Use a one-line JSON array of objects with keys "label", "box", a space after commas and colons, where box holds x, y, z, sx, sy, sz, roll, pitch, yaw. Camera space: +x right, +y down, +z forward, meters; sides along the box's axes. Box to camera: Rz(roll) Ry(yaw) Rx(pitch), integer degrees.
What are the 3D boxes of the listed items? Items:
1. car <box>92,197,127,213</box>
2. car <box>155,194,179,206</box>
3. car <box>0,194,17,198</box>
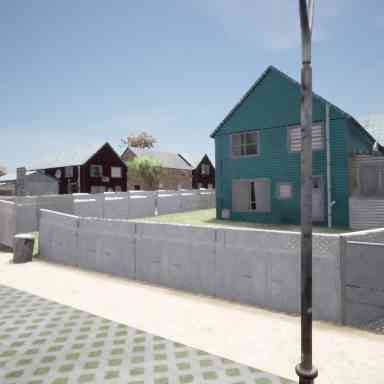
[{"label": "car", "box": [-7.416, 0.973, 28.850, 1.837, 1.490, 4.892, -1, 1, 35]}, {"label": "car", "box": [-2.148, 0.575, 36.313, 2.097, 1.767, 4.553, -1, 1, 36]}, {"label": "car", "box": [-12.827, 1.071, 21.330, 2.097, 1.767, 4.553, -1, 1, 38]}]
